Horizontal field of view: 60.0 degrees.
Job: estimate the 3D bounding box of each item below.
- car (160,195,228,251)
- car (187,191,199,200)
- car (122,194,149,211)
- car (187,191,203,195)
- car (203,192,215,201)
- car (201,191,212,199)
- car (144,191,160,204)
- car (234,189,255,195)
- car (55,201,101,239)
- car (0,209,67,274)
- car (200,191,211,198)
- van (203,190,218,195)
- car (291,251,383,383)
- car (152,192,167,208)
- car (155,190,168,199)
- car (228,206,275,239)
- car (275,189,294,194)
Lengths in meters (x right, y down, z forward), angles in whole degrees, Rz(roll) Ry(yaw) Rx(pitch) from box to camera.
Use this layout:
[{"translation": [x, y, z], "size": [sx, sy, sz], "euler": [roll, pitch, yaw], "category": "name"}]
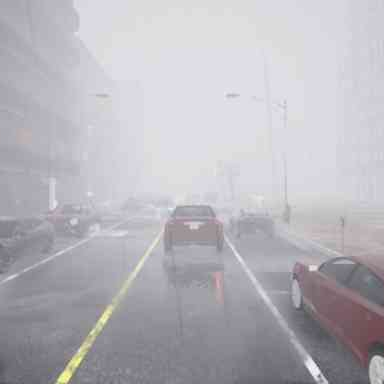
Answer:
[{"translation": [0.048, 1.161, 13.271], "size": [2.097, 1.767, 4.553], "euler": [0, 1, -1], "category": "car"}, {"translation": [0.113, 0.616, 61.875], "size": [2.128, 1.511, 4.902], "euler": [0, 1, 0], "category": "car"}, {"translation": [-5.674, 1.122, 32.370], "size": [1.802, 1.307, 4.206], "euler": [1, 1, 0], "category": "car"}, {"translation": [0.109, 0.837, 45.153], "size": [1.882, 1.535, 5.008], "euler": [0, 0, 0], "category": "car"}, {"translation": [2.795, 0.761, 55.353], "size": [1.887, 1.381, 4.507], "euler": [1, 1, 0], "category": "car"}, {"translation": [2.843, 0.621, 65.783], "size": [2.008, 1.369, 4.403], "euler": [1, 1, 0], "category": "car"}, {"translation": [-5.674, 0.823, 43.507], "size": [1.967, 1.590, 4.097], "euler": [1, 1, 0], "category": "car"}, {"translation": [13.720, 0.163, 87.978], "size": [4.206, 1.307, 1.802], "euler": [0, 0, 0], "category": "car"}, {"translation": [-5.675, 1.216, 15.661], "size": [1.967, 1.590, 4.097], "euler": [1, 1, 0], "category": "car"}, {"translation": [-5.678, 1.420, 10.093], "size": [1.947, 1.339, 4.313], "euler": [1, 1, 0], "category": "car"}, {"translation": [2.844, 0.543, 71.352], "size": [2.008, 1.369, 4.403], "euler": [1, 1, 0], "category": "car"}, {"translation": [2.740, 0.676, 46.890], "size": [1.690, 1.788, 3.998], "euler": [1, 1, 0], "category": "van"}, {"translation": [2.701, 1.478, 4.521], "size": [1.887, 1.381, 4.507], "euler": [1, 1, 0], "category": "car"}, {"translation": [-2.993, 1.042, 37.892], "size": [1.994, 1.385, 4.181], "euler": [0, 1, 0], "category": "car"}, {"translation": [-5.795, 0.541, 63.548], "size": [1.967, 1.590, 4.097], "euler": [1, 1, 0], "category": "car"}, {"translation": [2.703, 1.326, 15.659], "size": [2.008, 1.369, 4.403], "euler": [1, 1, 0], "category": "car"}, {"translation": [24.774, -0.063, 87.894], "size": [4.097, 1.590, 1.967], "euler": [0, 0, 0], "category": "car"}]
